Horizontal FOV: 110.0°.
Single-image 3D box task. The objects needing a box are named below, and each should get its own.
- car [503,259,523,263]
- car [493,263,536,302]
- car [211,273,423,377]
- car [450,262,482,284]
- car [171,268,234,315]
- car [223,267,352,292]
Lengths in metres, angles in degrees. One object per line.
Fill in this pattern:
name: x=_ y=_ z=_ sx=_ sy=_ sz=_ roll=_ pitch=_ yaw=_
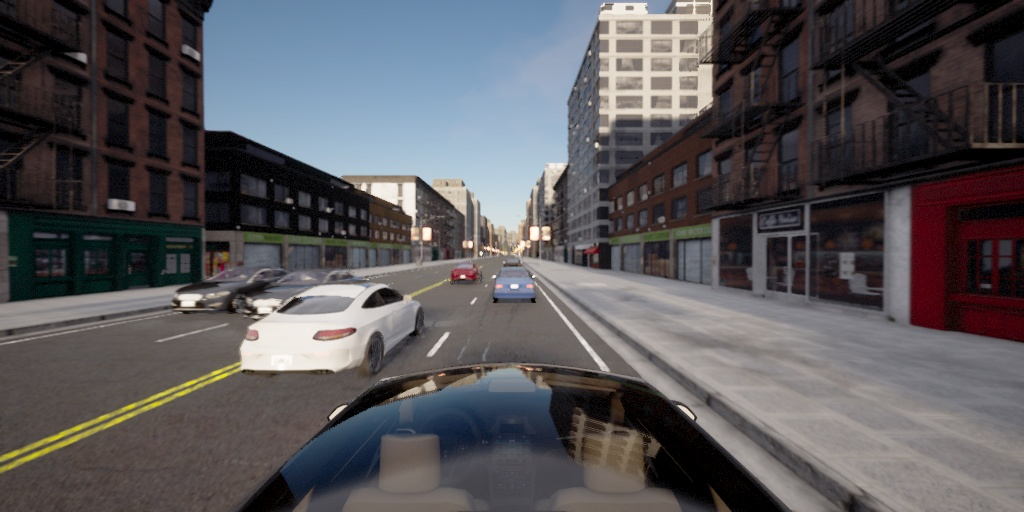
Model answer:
car: x=0.100 y=1.011 z=37.851 sx=1.882 sy=1.535 sz=5.008 roll=0 pitch=0 yaw=0
car: x=0.098 y=1.208 z=16.331 sx=2.033 sy=1.411 sz=5.357 roll=0 pitch=0 yaw=0
car: x=-3.146 y=1.243 z=7.203 sx=1.812 sy=1.442 sz=4.674 roll=0 pitch=0 yaw=0
car: x=-3.147 y=1.135 z=25.159 sx=1.812 sy=1.442 sz=4.674 roll=0 pitch=0 yaw=0
car: x=-9.848 y=1.174 z=13.358 sx=2.128 sy=1.511 sz=4.902 roll=0 pitch=0 yaw=0
car: x=-6.599 y=1.181 z=12.034 sx=2.128 sy=1.511 sz=4.902 roll=0 pitch=0 yaw=0
